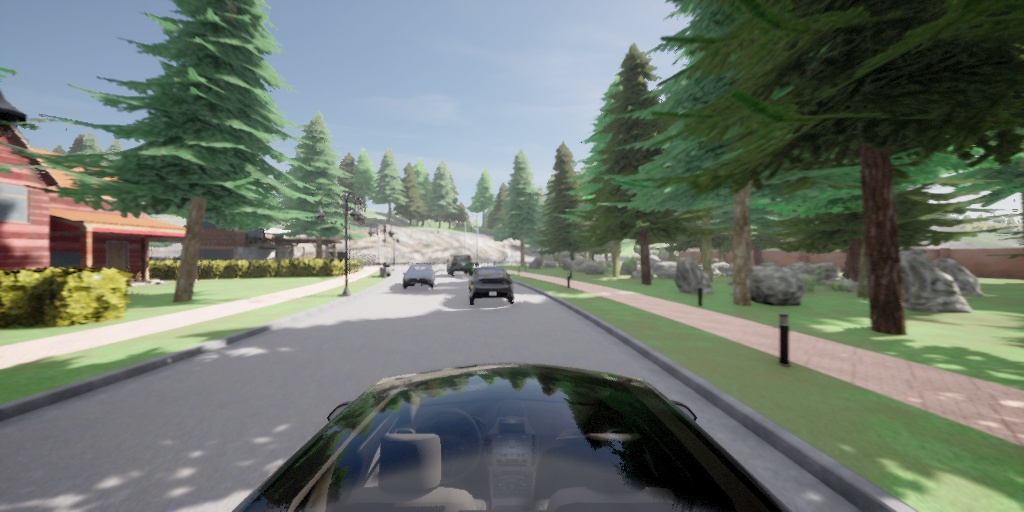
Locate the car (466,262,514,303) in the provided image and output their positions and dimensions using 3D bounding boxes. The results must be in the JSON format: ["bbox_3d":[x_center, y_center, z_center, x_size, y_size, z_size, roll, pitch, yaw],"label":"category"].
[{"bbox_3d":[-1.051,1.207,16.290,1.837,1.490,4.892,0,0,-7],"label":"car"}]

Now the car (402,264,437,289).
[{"bbox_3d":[-5.827,1.247,22.873,2.033,1.411,5.357,0,0,-11],"label":"car"}]

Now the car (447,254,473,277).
[{"bbox_3d":[-5.190,0.871,35.689,2.150,2.045,5.566,0,0,-15],"label":"car"}]
